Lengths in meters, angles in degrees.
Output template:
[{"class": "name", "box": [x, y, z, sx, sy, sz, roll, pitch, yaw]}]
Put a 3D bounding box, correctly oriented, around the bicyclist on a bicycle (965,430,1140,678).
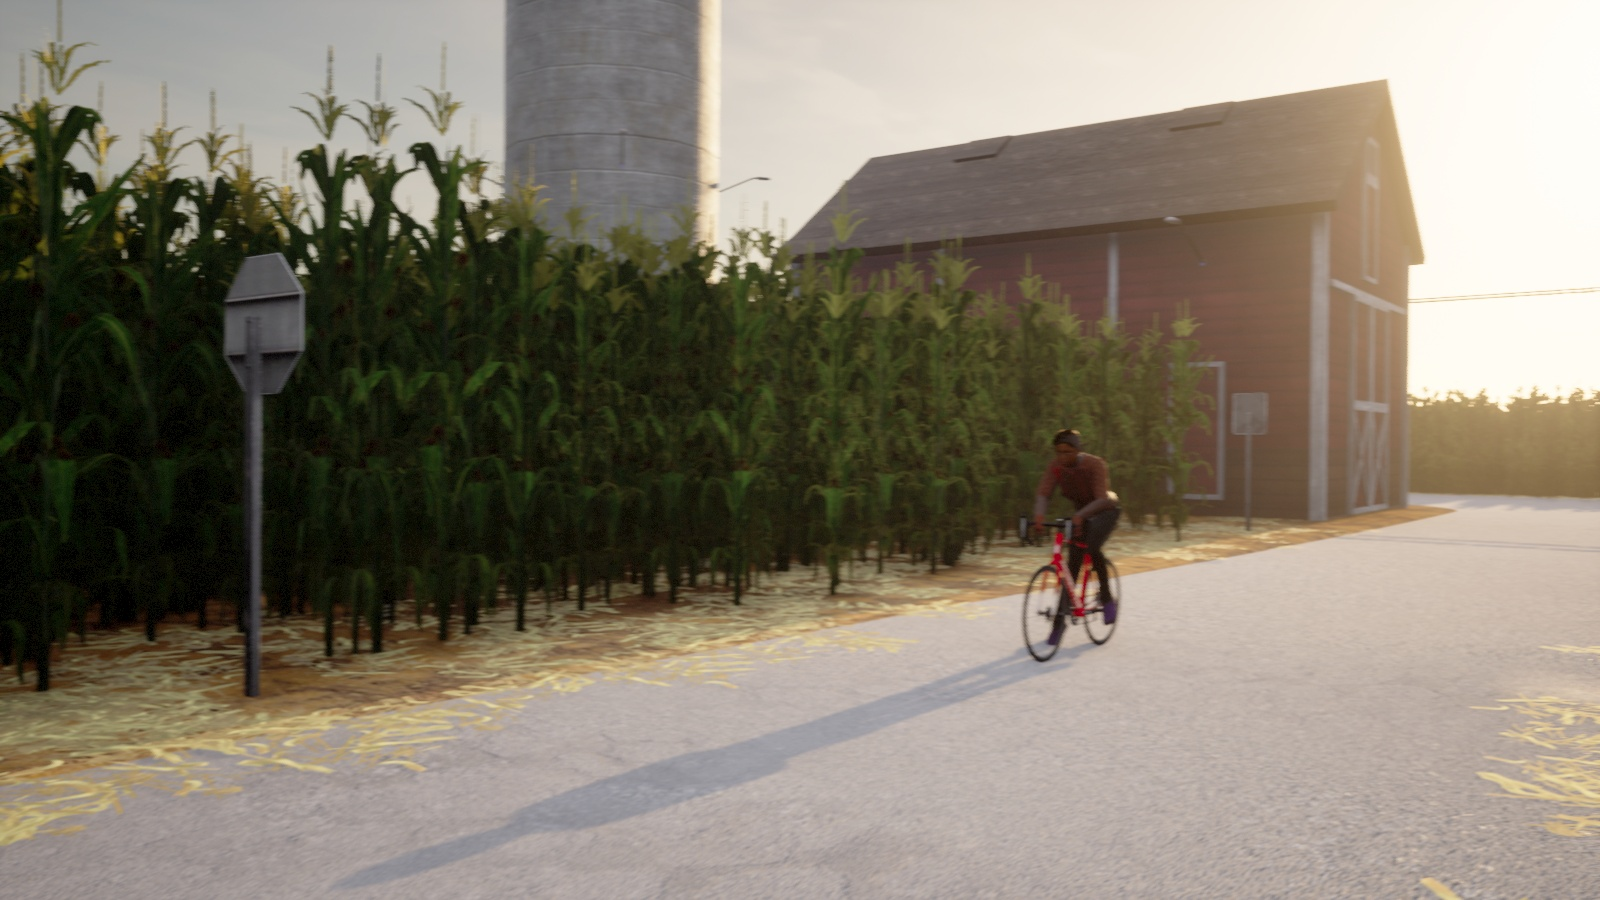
[{"class": "bicyclist on a bicycle", "box": [1.851, 0.680, 9.046, 0.582, 1.620, 1.656, 1, 0, 36]}]
